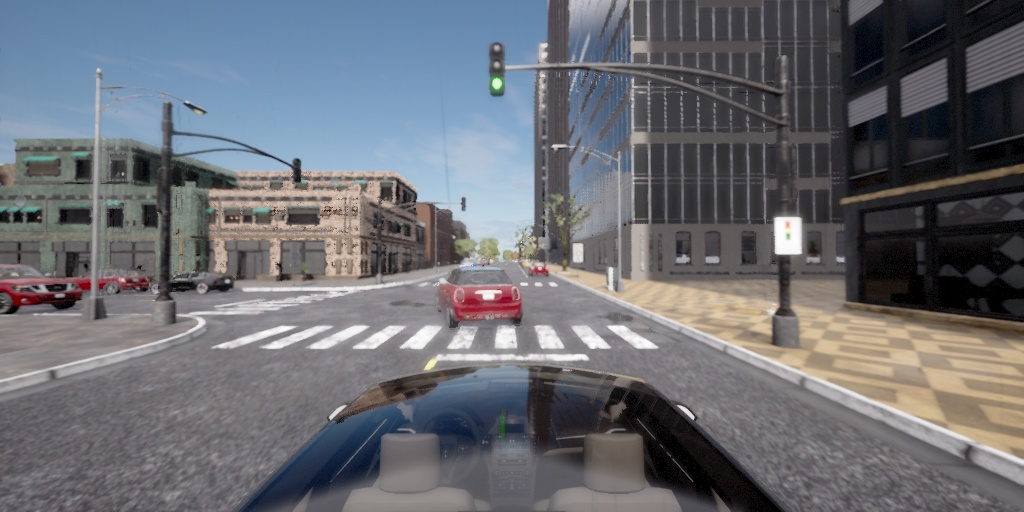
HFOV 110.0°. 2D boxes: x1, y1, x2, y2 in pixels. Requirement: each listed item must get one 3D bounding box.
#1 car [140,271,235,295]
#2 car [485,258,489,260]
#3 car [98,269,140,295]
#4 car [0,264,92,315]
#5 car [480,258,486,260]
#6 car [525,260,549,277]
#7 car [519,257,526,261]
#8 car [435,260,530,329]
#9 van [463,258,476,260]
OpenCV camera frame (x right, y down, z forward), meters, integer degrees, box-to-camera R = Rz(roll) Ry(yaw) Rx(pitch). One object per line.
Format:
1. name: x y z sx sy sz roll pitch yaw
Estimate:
1. car: -19.405 1.600 21.900 4.313 1.339 1.948 0 0 1
2. car: -5.671 1.467 64.459 1.948 1.339 4.313 0 0 0
3. car: -24.953 1.528 21.973 4.097 1.591 1.967 0 0 1
4. car: -19.514 1.200 13.522 5.009 1.841 2.192 0 0 1
5. car: -5.673 1.470 58.925 1.802 1.307 4.207 0 0 0
6. car: 2.702 1.273 36.770 1.967 1.591 4.097 0 0 0
7. car: 2.710 1.427 64.615 1.751 1.417 4.829 0 0 0
8. car: -1.256 1.125 11.733 2.097 1.767 4.553 0 0 -17
9. van: -5.676 1.202 47.856 1.690 1.789 3.998 0 0 0
